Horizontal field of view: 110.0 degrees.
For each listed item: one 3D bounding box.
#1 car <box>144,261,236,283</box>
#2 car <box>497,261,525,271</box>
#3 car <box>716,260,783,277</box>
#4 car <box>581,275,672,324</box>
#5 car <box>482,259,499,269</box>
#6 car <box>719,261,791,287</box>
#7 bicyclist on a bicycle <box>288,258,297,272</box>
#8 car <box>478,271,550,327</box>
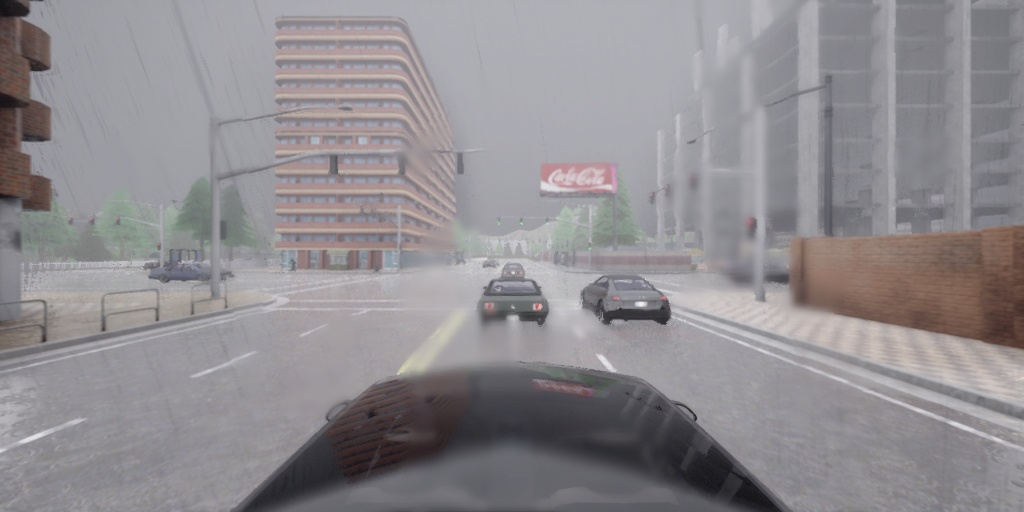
[{"bbox_3d":[-23.842,1.271,26.801,5.357,1.411,2.033,0,0,1],"label":"car"},{"bbox_3d":[0.096,1.269,28.739,2.033,1.411,5.357,0,0,0],"label":"car"},{"bbox_3d":[22.239,1.195,33.733,5.008,1.535,1.882,0,0,0],"label":"car"},{"bbox_3d":[3.586,1.304,11.948,1.994,1.385,4.181,0,0,0],"label":"car"},{"bbox_3d":[-3.561,1.259,55.865,1.994,1.385,4.181,0,0,0],"label":"car"},{"bbox_3d":[16.560,1.220,23.142,4.902,1.511,2.128,0,0,1],"label":"car"},{"bbox_3d":[-25.295,1.010,41.274,0.582,1.620,1.656,0,0,0],"label":"bicyclist on a bicycle"},{"bbox_3d":[0.001,1.341,11.474,1.895,1.301,4.718,0,0,-2],"label":"car"}]
